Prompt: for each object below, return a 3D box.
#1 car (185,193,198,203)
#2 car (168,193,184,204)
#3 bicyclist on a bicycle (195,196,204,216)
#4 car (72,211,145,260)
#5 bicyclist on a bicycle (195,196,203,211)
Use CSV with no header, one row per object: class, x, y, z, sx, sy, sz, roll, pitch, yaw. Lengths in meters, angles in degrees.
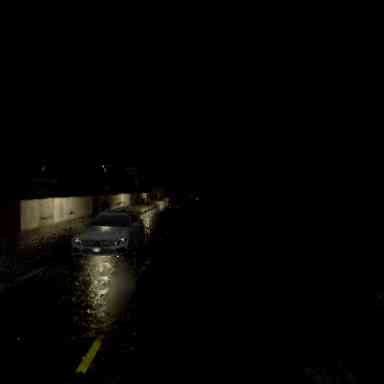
car,0.075,1.209,57.592,1.812,1.442,4.674,0,0,0
car,-2.825,1.262,54.341,1.994,1.385,4.181,0,0,0
bicyclist on a bicycle,0.750,1.284,28.371,0.582,1.620,1.656,0,0,0
car,-2.853,1.448,12.276,1.812,1.442,4.674,0,0,0
bicyclist on a bicycle,0.752,1.223,36.929,0.866,1.612,1.509,0,0,0
